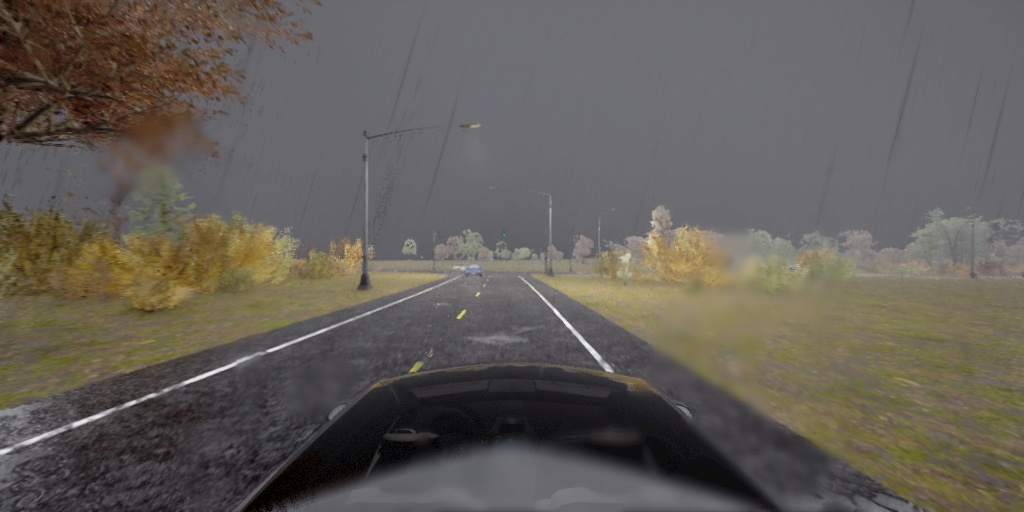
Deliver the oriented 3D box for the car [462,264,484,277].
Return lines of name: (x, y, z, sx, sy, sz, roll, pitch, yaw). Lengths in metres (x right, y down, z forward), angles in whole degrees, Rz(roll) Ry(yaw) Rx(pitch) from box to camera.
car: (-4.382, 1.702, 41.898, 1.812, 1.442, 4.674, 0, -1, -2)

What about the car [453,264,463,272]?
car: (-6.812, 1.869, 56.442, 4.718, 1.301, 1.895, 1, 0, -3)
